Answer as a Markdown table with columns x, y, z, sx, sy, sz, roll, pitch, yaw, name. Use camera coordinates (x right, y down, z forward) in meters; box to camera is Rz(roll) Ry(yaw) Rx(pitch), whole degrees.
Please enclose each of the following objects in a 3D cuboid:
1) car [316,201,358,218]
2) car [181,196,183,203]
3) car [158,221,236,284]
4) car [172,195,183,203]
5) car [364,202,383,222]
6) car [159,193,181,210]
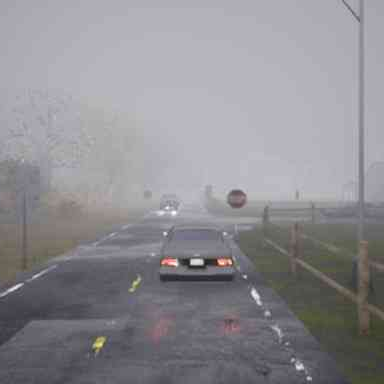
| x | y | z | sx | sy | sz | roll | pitch | yaw | name |
| --- | --- | --- | --- | --- | --- | --- | --- | --- | --- |
| 12.948 | 1.447 | 26.805 | 5.357 | 1.411 | 2.033 | 0 | 0 | -2 | car |
| -2.824 | 1.352 | 52.190 | 1.882 | 1.535 | 5.008 | 0 | 0 | 1 | car |
| 0.097 | 1.530 | 9.543 | 2.033 | 1.411 | 5.357 | 0 | 0 | 0 | car |
| -2.774 | 1.335 | 64.248 | 1.837 | 1.490 | 4.892 | 0 | 0 | 0 | car |
| 14.887 | 1.438 | 23.875 | 4.181 | 1.385 | 1.994 | 0 | 0 | -1 | car |
| -2.849 | 1.129 | 42.073 | 2.150 | 2.045 | 5.566 | 0 | 0 | 0 | car |
